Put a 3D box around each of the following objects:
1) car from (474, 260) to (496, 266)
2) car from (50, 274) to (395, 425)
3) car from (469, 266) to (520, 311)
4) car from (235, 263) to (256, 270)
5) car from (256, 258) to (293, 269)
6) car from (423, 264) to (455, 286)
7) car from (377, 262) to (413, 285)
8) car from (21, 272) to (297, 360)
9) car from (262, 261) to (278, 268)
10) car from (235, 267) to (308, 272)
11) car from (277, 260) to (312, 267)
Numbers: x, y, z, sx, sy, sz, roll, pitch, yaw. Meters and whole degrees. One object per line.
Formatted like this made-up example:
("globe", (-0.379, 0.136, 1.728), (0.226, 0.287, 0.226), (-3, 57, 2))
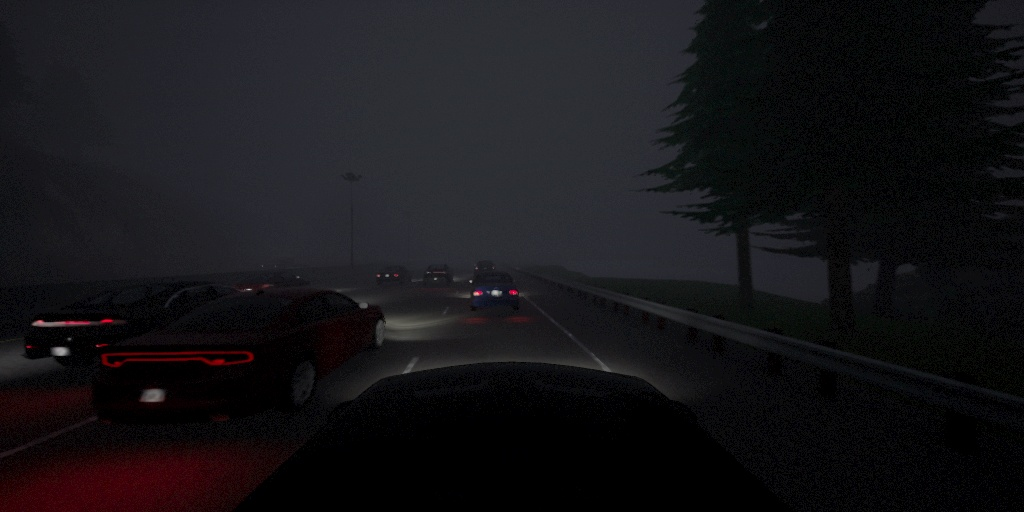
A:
("car", (-2.706, 1.184, 35.771), (2.097, 1.767, 4.553), (0, 0, -5))
("car", (-3.730, 1.267, 6.114), (1.882, 1.535, 5.008), (0, 0, -2))
("car", (-0.768, 1.327, 14.809), (2.033, 1.411, 5.357), (0, 0, -5))
("car", (-35.729, 1.704, 49.023), (1.994, 1.385, 4.181), (0, 0, -5))
("car", (-32.278, 1.333, 49.675), (2.150, 2.045, 5.566), (0, 0, -5))
("car", (-5.354, 1.331, 26.477), (2.128, 1.511, 4.902), (0, 0, -5))
("car", (-8.967, 1.420, 27.605), (2.033, 1.411, 5.357), (0, 0, -5))
("car", (-7.330, 1.316, 8.138), (2.128, 1.511, 4.902), (0, 0, -3))
("car", (-28.299, 1.669, 44.503), (1.895, 1.301, 4.718), (0, 0, -5))
("car", (-11.572, 1.441, 17.532), (1.994, 1.385, 4.181), (0, 0, -5))
("car", (-24.490, 1.556, 41.235), (1.812, 1.442, 4.674), (0, 0, -5))
